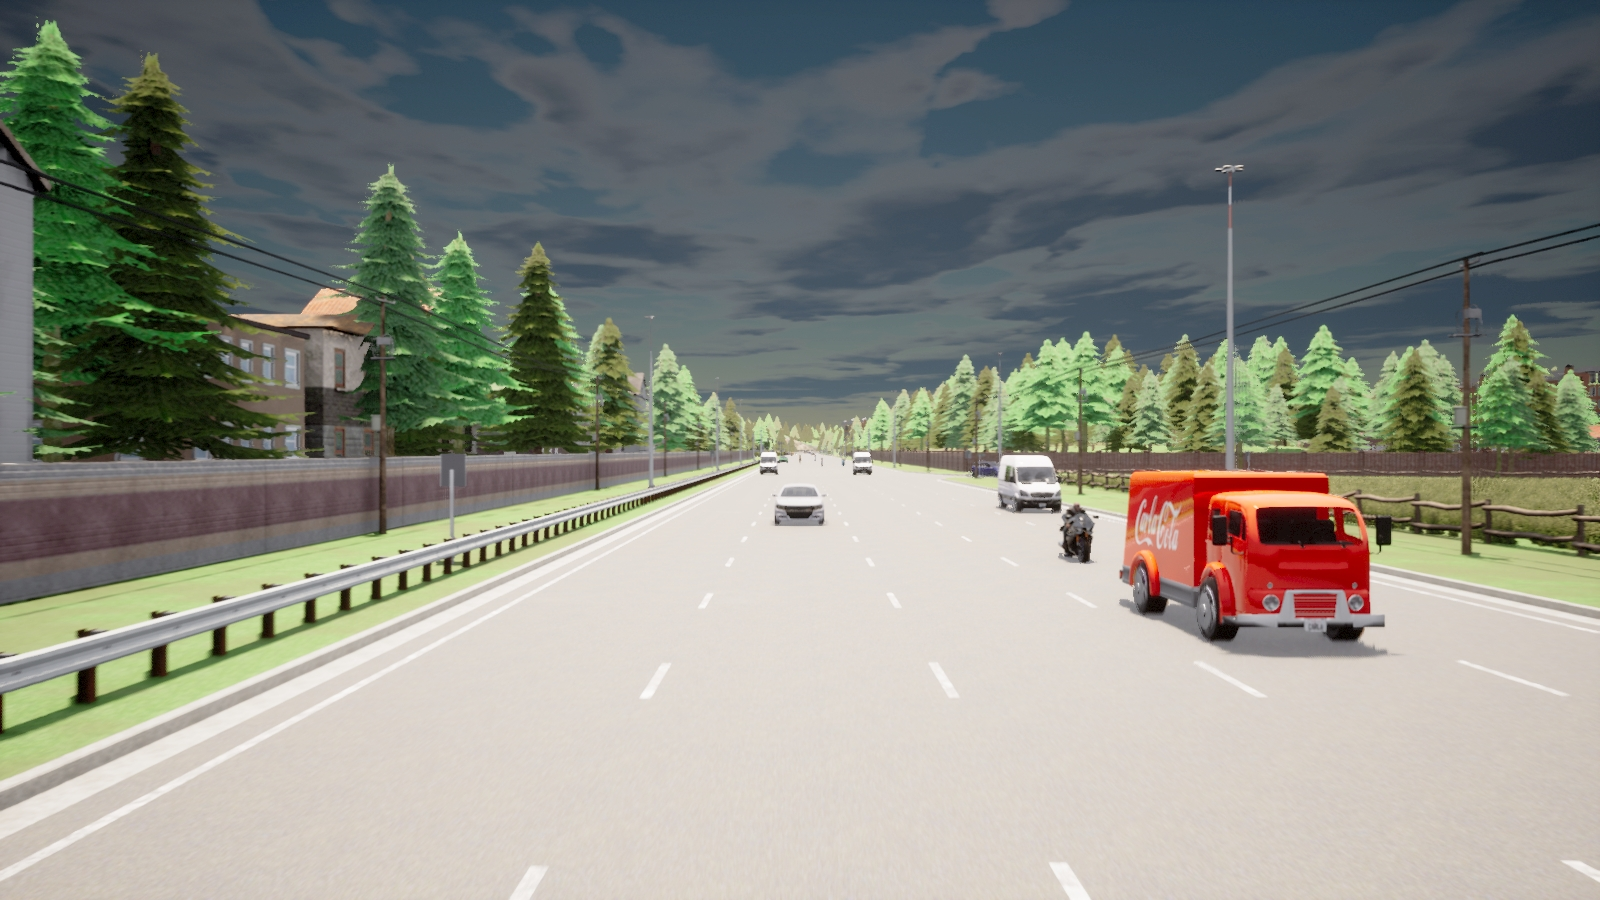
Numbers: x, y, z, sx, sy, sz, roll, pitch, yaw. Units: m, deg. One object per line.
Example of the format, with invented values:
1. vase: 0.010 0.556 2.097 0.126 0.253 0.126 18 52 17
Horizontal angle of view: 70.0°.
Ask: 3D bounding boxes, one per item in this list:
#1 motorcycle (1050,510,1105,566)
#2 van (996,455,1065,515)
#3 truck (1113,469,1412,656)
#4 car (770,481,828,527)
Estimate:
1. motorcycle: 7.001 2.205 28.951 0.867 1.251 2.209 0 0 0
2. van: 10.499 1.534 52.449 1.988 2.561 5.915 0 0 0
3. truck: 7.000 1.570 18.123 2.627 2.467 5.204 0 0 0
4. car: -0.024 2.034 43.868 2.097 1.535 5.006 0 0 0
